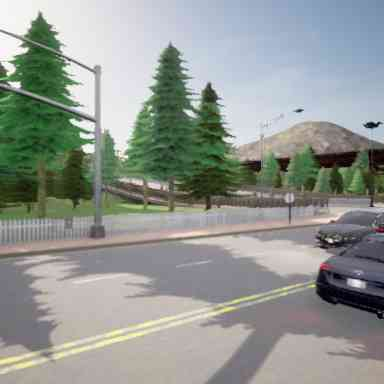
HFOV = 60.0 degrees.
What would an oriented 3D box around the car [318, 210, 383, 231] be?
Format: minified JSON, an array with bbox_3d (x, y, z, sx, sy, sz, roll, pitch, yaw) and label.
[{"bbox_3d":[6.893,1.492,13.197,4.892,1.490,1.837,0,0,-35],"label":"car"}]

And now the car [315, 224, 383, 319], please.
[{"bbox_3d":[4.483,1.557,6.943,4.181,1.385,1.994,0,0,-36],"label":"car"}]

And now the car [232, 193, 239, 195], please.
[{"bbox_3d":[6.672,0.660,59.601,2.150,2.045,5.566,0,4,-37],"label":"car"}]
